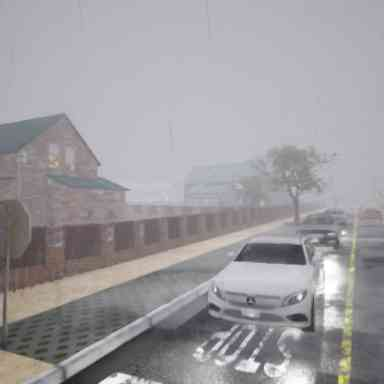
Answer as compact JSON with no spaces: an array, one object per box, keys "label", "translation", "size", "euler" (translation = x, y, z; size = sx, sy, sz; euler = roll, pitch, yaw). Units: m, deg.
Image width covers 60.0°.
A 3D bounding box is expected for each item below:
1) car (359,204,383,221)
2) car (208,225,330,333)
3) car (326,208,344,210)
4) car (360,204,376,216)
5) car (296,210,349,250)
[{"label":"car","translation":[18.391,2.144,34.133],"size":[1.882,1.535,5.008],"euler":[-2,-2,27]},{"label":"car","translation":[1.916,1.715,7.449],"size":[1.812,1.442,4.674],"euler":[-2,-2,25]},{"label":"car","translation":[11.461,2.066,26.681],"size":[2.128,1.511,4.902],"euler":[-2,-2,27]},{"label":"car","translation":[23.718,2.405,44.897],"size":[1.837,1.490,4.892],"euler":[-2,-2,27]},{"label":"car","translation":[6.351,1.858,16.441],"size":[2.128,1.511,4.902],"euler":[-2,-2,26]}]
